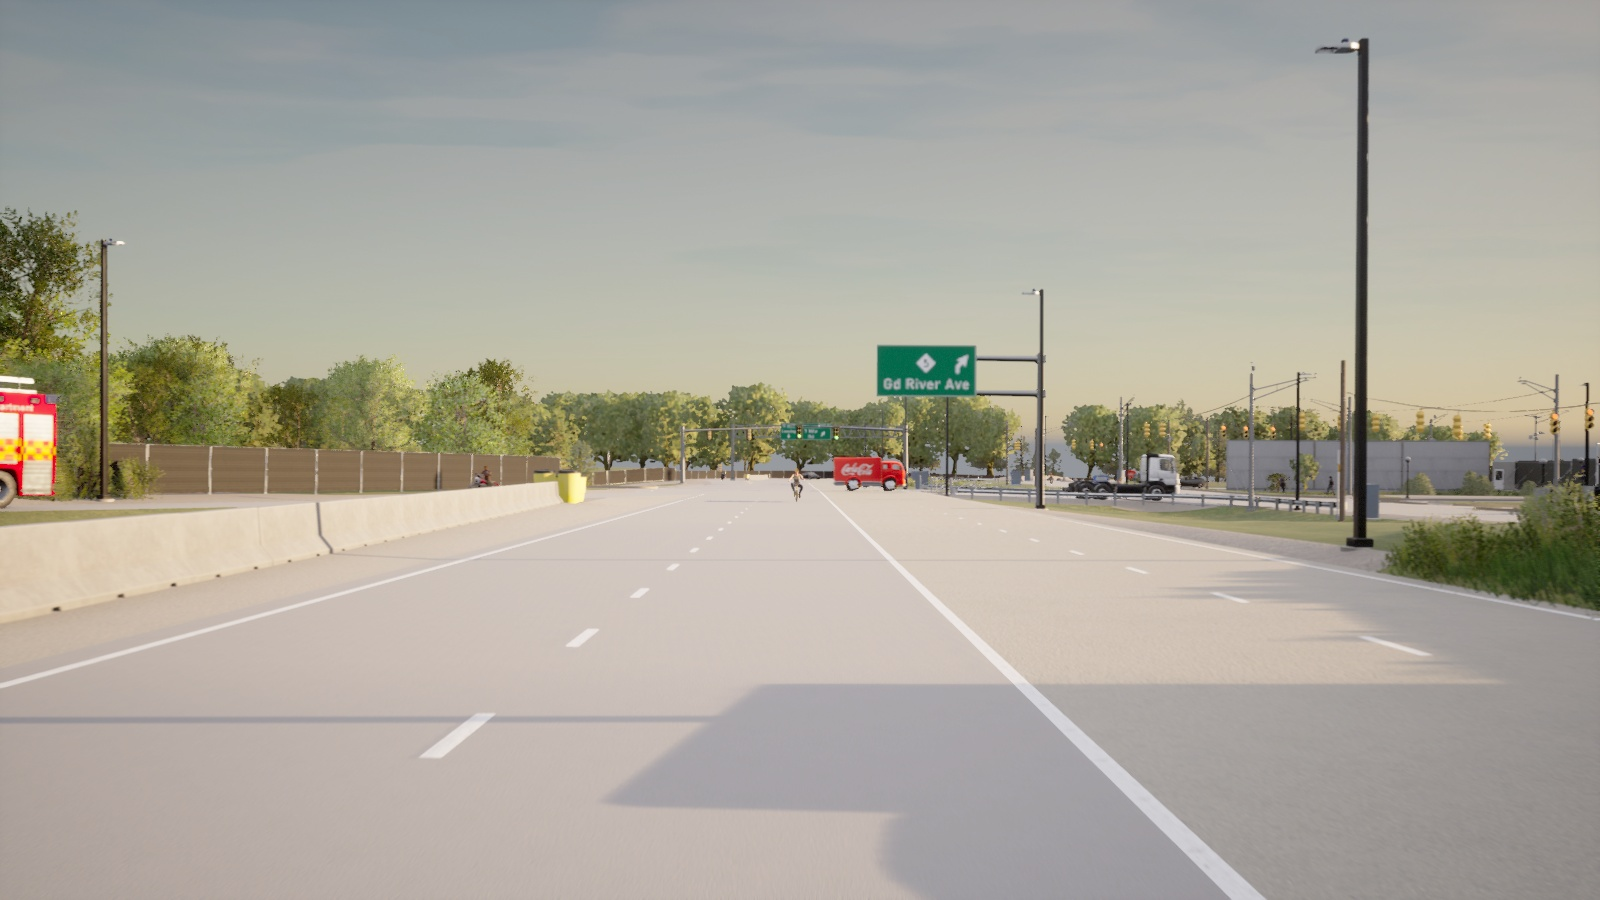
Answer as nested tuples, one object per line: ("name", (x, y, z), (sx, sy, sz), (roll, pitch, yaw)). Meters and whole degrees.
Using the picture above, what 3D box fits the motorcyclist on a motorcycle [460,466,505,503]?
("motorcyclist on a motorcycle", (-14.524, 1.583, 57.482), (0.766, 1.649, 2.350), (0, -1, 20))

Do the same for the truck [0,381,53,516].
("truck", (-25.080, -0.098, 33.598), (2.891, 3.827, 8.468), (0, -1, 26))

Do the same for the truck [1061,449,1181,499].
("truck", (23.280, 1.715, 91.369), (7.936, 3.462, 2.891), (1, -1, 1))

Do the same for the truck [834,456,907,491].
("truck", (5.092, 1.730, 91.361), (5.204, 2.467, 2.627), (0, -1, 0))
